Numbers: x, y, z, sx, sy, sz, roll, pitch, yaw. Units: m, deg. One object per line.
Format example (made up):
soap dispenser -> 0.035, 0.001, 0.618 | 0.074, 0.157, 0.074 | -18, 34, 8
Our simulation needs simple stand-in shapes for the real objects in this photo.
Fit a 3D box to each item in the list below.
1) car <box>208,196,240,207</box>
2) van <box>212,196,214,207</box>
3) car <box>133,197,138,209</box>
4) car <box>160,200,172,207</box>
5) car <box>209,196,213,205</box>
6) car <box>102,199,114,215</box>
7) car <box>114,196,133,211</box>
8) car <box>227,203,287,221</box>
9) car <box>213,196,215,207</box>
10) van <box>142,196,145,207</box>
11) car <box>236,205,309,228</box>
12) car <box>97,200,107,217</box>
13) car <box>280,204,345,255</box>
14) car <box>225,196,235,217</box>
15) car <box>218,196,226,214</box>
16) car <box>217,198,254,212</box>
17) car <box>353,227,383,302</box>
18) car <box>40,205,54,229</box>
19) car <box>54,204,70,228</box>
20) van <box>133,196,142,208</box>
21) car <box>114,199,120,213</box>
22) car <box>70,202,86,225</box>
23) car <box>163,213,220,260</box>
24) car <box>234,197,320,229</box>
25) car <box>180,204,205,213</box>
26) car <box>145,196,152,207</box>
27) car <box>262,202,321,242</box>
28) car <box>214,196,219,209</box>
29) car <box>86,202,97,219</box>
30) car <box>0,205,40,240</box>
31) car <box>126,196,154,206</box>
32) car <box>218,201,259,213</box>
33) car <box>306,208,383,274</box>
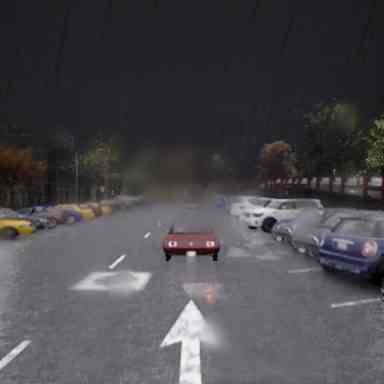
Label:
car -> 6.057, 1.847, 63.793 | 5.566, 2.045, 2.435 | 1, -1, -20
van -> 6.126, 1.790, 54.751 | 4.442, 1.987, 1.878 | 1, -1, -20
car -> -10.941, 1.961, 49.193 | 4.892, 1.521, 2.231 | -1, 0, -20
car -> -4.938, 2.178, 64.335 | 1.994, 1.385, 4.181 | 0, -1, 1
car -> 6.010, 1.818, 60.733 | 5.566, 2.045, 2.435 | 1, 0, -20
car -> -11.141, 1.817, 34.322 | 5.366, 1.575, 1.946 | -1, 0, -20
car -> -10.978, 1.807, 46.219 | 4.553, 1.767, 2.185 | -1, -1, -20
car -> 5.953, 1.784, 30.538 | 4.892, 1.521, 2.231 | 1, -1, -20
car -> 5.967, 1.831, 48.663 | 4.553, 1.767, 2.185 | 1, -1, -20
van -> -11.036, 1.819, 58.021 | 4.442, 1.987, 1.878 | -1, 0, -20
car -> 5.926, 1.754, 24.473 | 4.792, 1.488, 2.163 | 1, 0, -20
car -> -10.977, 1.790, 31.438 | 5.008, 1.535, 2.097 | -1, 0, -20
car -> 5.964, 1.483, 12.405 | 4.553, 1.767, 2.185 | 1, 0, -20
car -> 5.994, 1.503, 27.519 | 5.566, 2.045, 2.435 | 1, -1, -20
car -> 5.944, 1.560, 33.547 | 5.566, 2.045, 2.435 | 1, 0, -20
car -> 5.969, 1.802, 45.634 | 4.553, 1.767, 2.185 | 1, -1, -20
car -> 5.926, 1.551, 6.352 | 4.892, 1.521, 2.231 | 1, 0, -20
car -> -11.003, 1.678, 19.593 | 4.892, 1.521, 2.231 | -1, -1, -20
car -> -11.019, 1.735, 22.542 | 4.792, 1.488, 2.163 | -1, 0, -20
van -> -11.043, 1.791, 55.062 | 4.442, 1.987, 1.878 | -1, 0, -20
car -> -10.941, 1.876, 37.367 | 4.792, 1.488, 2.163 | -1, -1, -20
car -> -10.986, 1.733, 25.508 | 5.008, 1.535, 2.097 | -1, -1, -20
car -> 0.001, 1.728, 12.953 | 1.895, 1.301, 4.718 | 0, -1, 1
car -> 5.927, 1.444, 21.452 | 5.566, 2.045, 2.435 | 1, 0, -20
car -> 0.036, 1.766, 28.210 | 2.128, 1.511, 4.902 | 0, 0, 1
car -> -10.898, 1.820, 61.039 | 5.566, 2.045, 2.435 | -1, -1, -20
car -> 5.964, 1.512, 15.433 | 4.553, 1.767, 2.185 | 1, 0, -20
car -> 6.015, 1.619, 39.609 | 5.566, 2.045, 2.435 | 1, -1, -20
car -> -11.154, 1.760, 28.405 | 5.366, 1.575, 1.946 | -1, 0, -20
car -> -10.837, 1.643, 16.710 | 5.366, 1.575, 1.946 | -1, -1, -20
car -> -10.925, 1.902, 69.882 | 5.566, 2.045, 2.435 | -1, 0, -20
car -> 5.960, 1.928, 42.608 | 4.792, 1.488, 2.163 | 1, 0, -20
car -> 5.897, 1.453, 9.368 | 4.553, 1.767, 2.185 | 1, -1, -20
